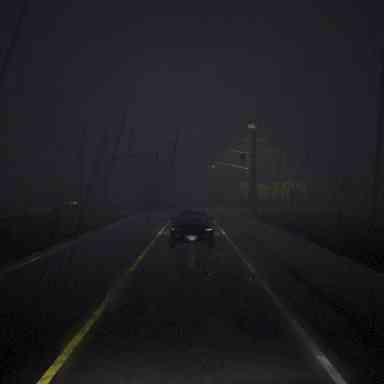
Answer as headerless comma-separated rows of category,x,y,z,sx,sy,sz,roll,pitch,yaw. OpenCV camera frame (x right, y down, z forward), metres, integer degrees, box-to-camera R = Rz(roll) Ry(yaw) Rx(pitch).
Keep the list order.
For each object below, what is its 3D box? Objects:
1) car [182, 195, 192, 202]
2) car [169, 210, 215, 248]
car,-1.146,1.382,75.690,2.097,1.767,4.553,0,0,-3
car,0.000,1.530,14.650,1.812,1.442,4.674,0,0,0
